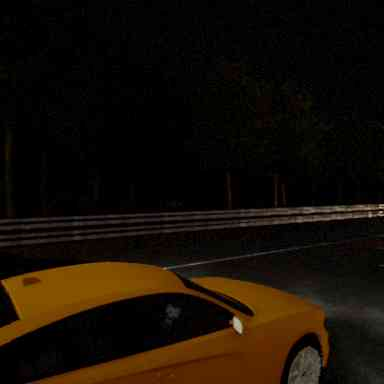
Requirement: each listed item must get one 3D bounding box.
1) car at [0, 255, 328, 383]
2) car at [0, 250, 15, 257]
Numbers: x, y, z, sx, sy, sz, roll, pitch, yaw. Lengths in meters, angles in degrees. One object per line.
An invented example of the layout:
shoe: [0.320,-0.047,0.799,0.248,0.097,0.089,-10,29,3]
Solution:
car: [-0.673,1.477,3.266,5.008,1.535,1.882,0,0,-35]
car: [-3.918,1.548,5.251,5.357,1.411,2.033,0,0,-35]
